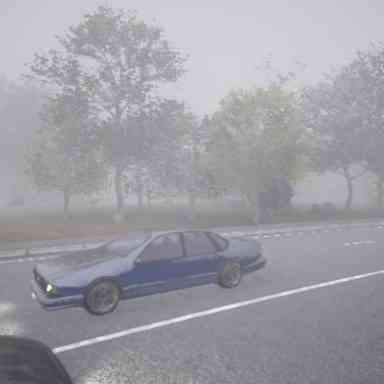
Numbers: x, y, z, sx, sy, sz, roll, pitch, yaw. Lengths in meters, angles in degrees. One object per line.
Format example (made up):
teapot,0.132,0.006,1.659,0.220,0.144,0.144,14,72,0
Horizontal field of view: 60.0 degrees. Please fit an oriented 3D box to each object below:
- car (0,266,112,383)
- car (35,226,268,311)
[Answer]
car,-2.682,1.554,1.685,4.181,1.385,1.994,0,0,-36
car,-0.690,1.517,7.610,5.357,1.411,2.033,0,0,-33
